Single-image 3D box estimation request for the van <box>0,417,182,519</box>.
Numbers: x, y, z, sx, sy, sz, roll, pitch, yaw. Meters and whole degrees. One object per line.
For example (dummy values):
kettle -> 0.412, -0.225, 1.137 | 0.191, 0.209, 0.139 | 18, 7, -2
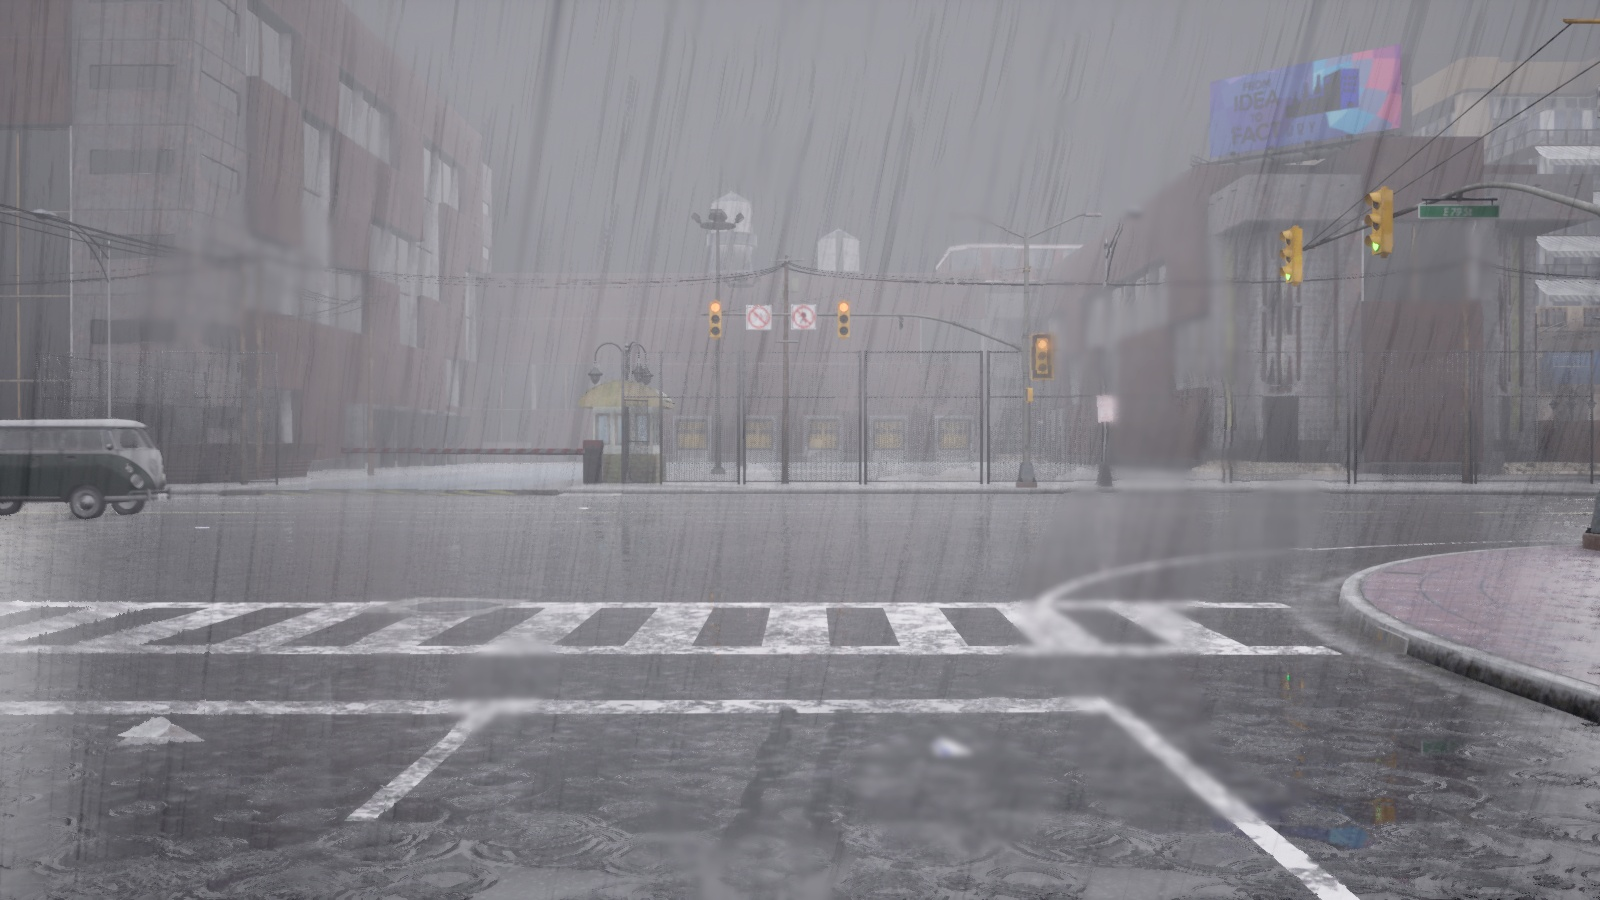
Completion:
van -> -15.128, 0.344, 25.358 | 4.442, 1.987, 1.775 | 0, 0, 0
